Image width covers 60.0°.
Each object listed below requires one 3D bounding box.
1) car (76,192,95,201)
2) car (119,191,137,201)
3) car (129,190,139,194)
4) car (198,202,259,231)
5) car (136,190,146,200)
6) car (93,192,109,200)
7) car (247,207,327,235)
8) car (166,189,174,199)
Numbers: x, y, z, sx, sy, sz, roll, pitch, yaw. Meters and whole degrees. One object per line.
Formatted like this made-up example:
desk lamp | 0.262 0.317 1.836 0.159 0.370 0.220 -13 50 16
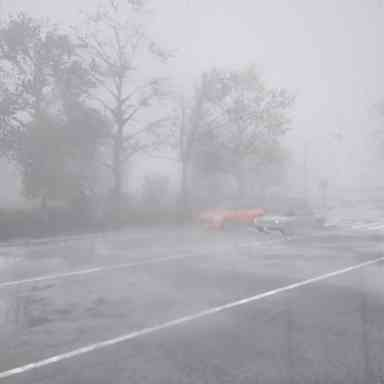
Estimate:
car | -26.046 1.070 81.138 2.185 1.767 4.553 -2 2 16
car | -13.907 0.882 72.585 2.185 1.767 4.553 -2 2 15
car | -11.473 0.688 70.888 2.435 2.045 5.566 -3 1 14
car | 2.565 1.441 21.218 4.553 1.767 2.097 -1 0 -38
car | -9.047 0.864 68.996 1.946 1.575 5.366 -2 2 14
car | -21.210 1.151 77.692 2.231 1.521 4.892 -2 2 15
car | 5.685 1.617 19.199 4.718 1.301 1.895 -1 0 -38
car | -4.107 0.424 65.871 2.435 2.045 5.566 -3 1 14
